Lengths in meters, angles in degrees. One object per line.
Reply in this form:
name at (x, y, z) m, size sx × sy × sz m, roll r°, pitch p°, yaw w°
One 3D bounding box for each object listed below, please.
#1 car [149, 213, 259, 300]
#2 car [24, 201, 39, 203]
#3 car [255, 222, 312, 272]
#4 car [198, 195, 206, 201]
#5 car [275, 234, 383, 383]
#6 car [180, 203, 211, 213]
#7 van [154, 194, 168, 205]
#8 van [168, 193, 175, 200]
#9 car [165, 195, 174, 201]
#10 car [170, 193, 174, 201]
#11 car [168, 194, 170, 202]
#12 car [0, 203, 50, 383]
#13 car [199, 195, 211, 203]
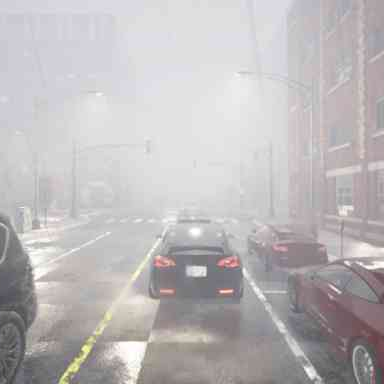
car at (0.085, 1.499, 8.449) m, size 2.163 × 1.488 × 4.792 m, roll 0°, pitch 0°, yaw 0°
car at (-18.781, 1.699, 38.750) m, size 4.313 × 1.339 × 1.947 m, roll 0°, pitch -1°, yaw 0°
car at (2.818, 1.577, 10.407) m, size 1.802 × 1.307 × 4.206 m, roll 1°, pitch 0°, yaw 0°
car at (2.541, 1.528, 87.921) m, size 1.947 × 1.339 × 4.313 m, roll 1°, pitch 0°, yaw 0°
car at (2.659, 1.580, 4.750) m, size 1.802 × 1.307 × 4.206 m, roll 1°, pitch 0°, yaw 0°
car at (0.069, 1.538, 17.721) m, size 2.033 × 1.411 × 5.357 m, roll 0°, pitch 0°, yaw -1°
van at (-5.785, 1.312, 59.683) m, size 1.690 × 1.788 × 3.998 m, roll 1°, pitch 0°, yaw 0°
van at (-5.846, 1.302, 93.597) m, size 1.690 × 1.788 × 3.998 m, roll 1°, pitch 0°, yaw 0°
car at (-5.839, 1.513, 87.945) m, size 2.008 × 1.369 × 4.403 m, roll 1°, pitch 0°, yaw 0°
car at (-5.819, 1.547, 76.640) m, size 1.802 × 1.307 × 4.206 m, roll 1°, pitch 0°, yaw 0°
car at (-5.799, 1.551, 65.336) m, size 1.802 × 1.307 × 4.206 m, roll 1°, pitch 0°, yaw 0°
car at (-3.098, 1.221, 2.129) m, size 2.150 × 2.045 × 5.566 m, roll 0°, pitch 0°, yaw 0°
car at (2.592, 1.497, 59.830) m, size 1.752 × 1.417 × 4.829 m, roll 1°, pitch 0°, yaw 0°
